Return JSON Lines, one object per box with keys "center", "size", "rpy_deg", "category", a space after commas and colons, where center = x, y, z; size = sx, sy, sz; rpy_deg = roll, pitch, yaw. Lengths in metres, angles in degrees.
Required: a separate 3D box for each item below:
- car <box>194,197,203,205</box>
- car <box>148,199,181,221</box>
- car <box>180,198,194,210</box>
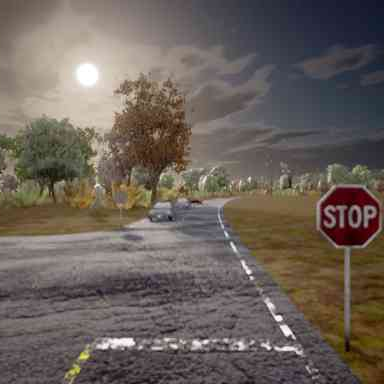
{"center": [0.957, 1.635, 61.726], "size": [1.895, 1.301, 4.718], "rpy_deg": [0, 0, 7], "category": "car"}
{"center": [-2.293, 1.542, 27.124], "size": [1.812, 1.442, 4.674], "rpy_deg": [0, 0, 4], "category": "car"}
{"center": [-1.171, 1.549, 42.463], "size": [1.812, 1.442, 4.674], "rpy_deg": [0, 0, 5], "category": "car"}
